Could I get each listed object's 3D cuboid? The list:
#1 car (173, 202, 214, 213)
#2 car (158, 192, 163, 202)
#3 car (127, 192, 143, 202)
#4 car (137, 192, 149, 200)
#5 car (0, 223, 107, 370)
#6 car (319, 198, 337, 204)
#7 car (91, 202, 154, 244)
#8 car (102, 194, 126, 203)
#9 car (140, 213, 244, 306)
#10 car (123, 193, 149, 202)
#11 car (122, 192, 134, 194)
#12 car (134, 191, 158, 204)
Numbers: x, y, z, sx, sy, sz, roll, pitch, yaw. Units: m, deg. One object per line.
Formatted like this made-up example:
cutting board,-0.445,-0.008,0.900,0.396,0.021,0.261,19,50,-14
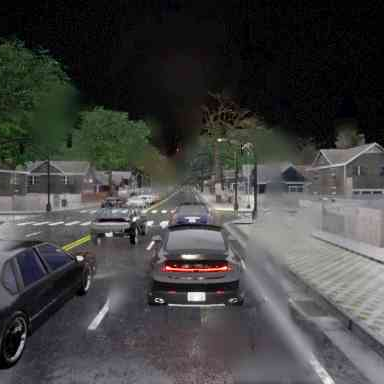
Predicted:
car,0.072,1.290,17.035,2.097,1.767,4.553,0,0,2
car,-6.920,0.823,60.578,2.097,1.767,4.553,0,1,0
car,-10.168,0.844,59.479,2.097,1.767,4.553,0,1,0
car,-10.152,0.832,69.151,1.994,1.385,4.181,0,1,0
car,-3.173,1.539,5.624,2.033,1.411,5.357,0,0,0
car,12.416,1.269,30.835,4.674,1.442,1.812,0,1,-3
car,-3.236,1.440,15.378,2.128,1.511,4.902,0,0,0
car,-10.088,1.283,42.090,1.994,1.385,4.181,0,1,0
car,0.062,1.490,7.969,1.837,1.490,4.892,0,0,0
car,-6.824,1.255,41.012,1.812,1.442,4.674,0,1,0
car,-10.131,0.983,50.778,2.097,1.767,4.553,0,1,0
car,-6.881,0.853,50.689,2.150,2.045,5.566,0,1,0
